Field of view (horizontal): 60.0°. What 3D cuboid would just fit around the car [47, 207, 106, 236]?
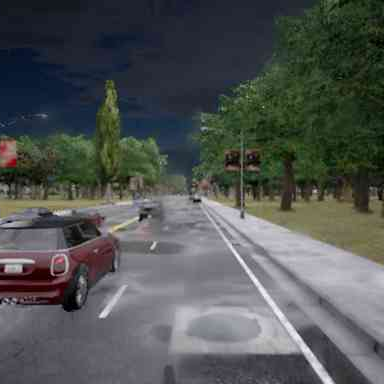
[{"bbox_3d":[-6.604,1.661,19.630,1.895,1.301,4.718,0,0,0],"label":"car"}]

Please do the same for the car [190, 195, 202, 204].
[{"bbox_3d":[1.125,1.703,72.383,1.882,1.535,5.008,0,0,0],"label":"car"}]

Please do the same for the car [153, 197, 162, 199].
[{"bbox_3d":[-6.537,1.669,61.969,1.882,1.535,5.008,0,0,1],"label":"car"}]

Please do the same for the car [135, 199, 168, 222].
[{"bbox_3d":[-3.155,1.589,27.234,1.837,1.490,4.892,0,0,0],"label":"car"}]

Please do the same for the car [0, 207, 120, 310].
[{"bbox_3d":[-3.151,1.377,8.001,2.097,1.767,4.553,0,0,0],"label":"car"}]

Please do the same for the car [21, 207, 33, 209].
[{"bbox_3d":[-9.852,1.627,20.419,1.994,1.385,4.181,0,0,0],"label":"car"}]

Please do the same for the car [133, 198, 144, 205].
[{"bbox_3d":[-9.782,1.793,61.964,1.895,1.301,4.718,0,0,1],"label":"car"}]

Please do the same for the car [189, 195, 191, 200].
[{"bbox_3d":[-0.016,1.717,91.419,1.837,1.490,4.892,0,0,0],"label":"car"}]
